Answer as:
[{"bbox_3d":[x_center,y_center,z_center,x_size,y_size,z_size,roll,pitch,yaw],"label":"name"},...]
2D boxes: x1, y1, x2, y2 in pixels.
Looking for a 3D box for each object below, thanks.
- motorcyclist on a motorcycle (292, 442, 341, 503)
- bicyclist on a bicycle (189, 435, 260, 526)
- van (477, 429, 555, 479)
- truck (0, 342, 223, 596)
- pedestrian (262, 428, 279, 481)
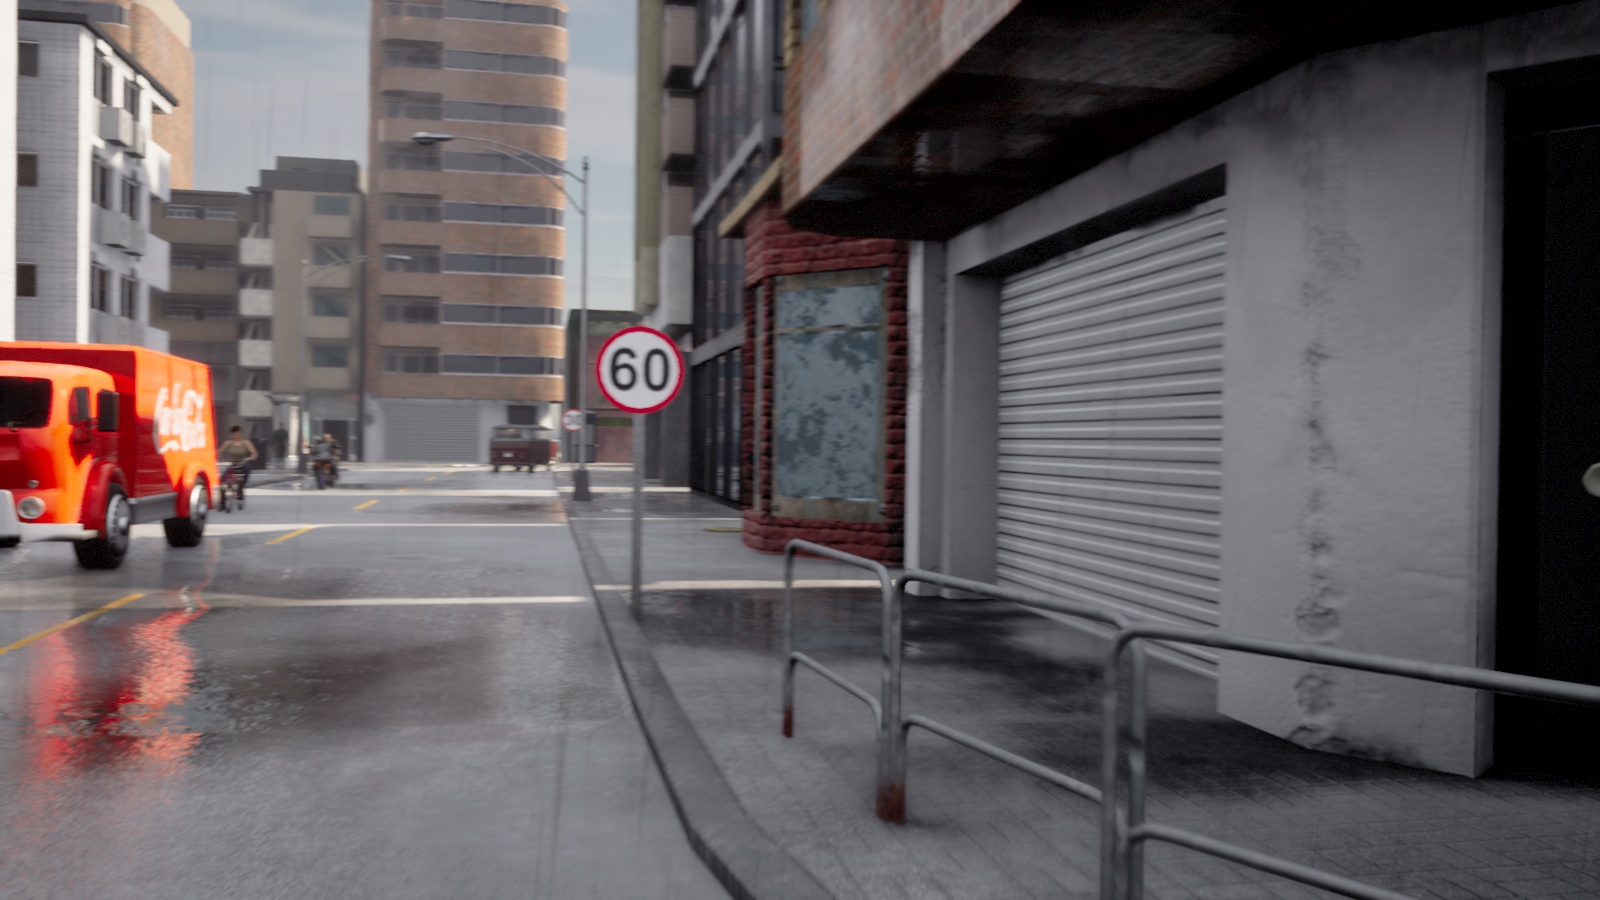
[{"bbox_3d":[-12.716,0.569,33.091,0.866,1.530,2.191,0,0,-12],"label":"motorcyclist on a motorcycle"},{"bbox_3d":[-10.565,0.538,23.101,0.866,1.612,1.509,0,0,-12],"label":"bicyclist on a bicycle"},{"bbox_3d":[-11.729,0.135,52.145,1.775,1.987,4.442,-1,0,7],"label":"van"},{"bbox_3d":[-8.747,0.173,14.639,2.627,2.467,5.204,0,0,-13],"label":"truck"},{"bbox_3d":[-19.605,0.169,46.531,0.423,1.949,0.788,0,0,-12],"label":"pedestrian"}]
